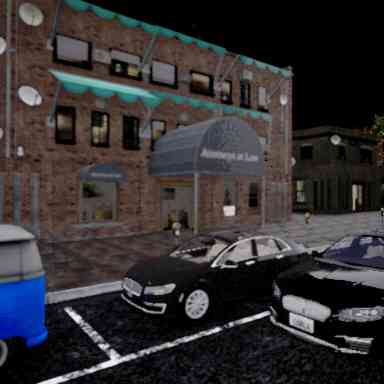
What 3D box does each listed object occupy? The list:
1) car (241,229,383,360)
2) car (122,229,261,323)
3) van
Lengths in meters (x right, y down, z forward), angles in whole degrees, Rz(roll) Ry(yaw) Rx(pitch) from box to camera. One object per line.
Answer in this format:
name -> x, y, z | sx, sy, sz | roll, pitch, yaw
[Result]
car -> 3.441, 1.456, 5.843 | 4.902, 1.511, 2.128 | 0, 0, -36
car -> 0.703, 1.524, 7.057 | 4.403, 1.369, 2.008 | 0, 1, -36
van -> -3.805, 1.347, 3.829 | 3.998, 1.788, 1.690 | 0, 1, -36
